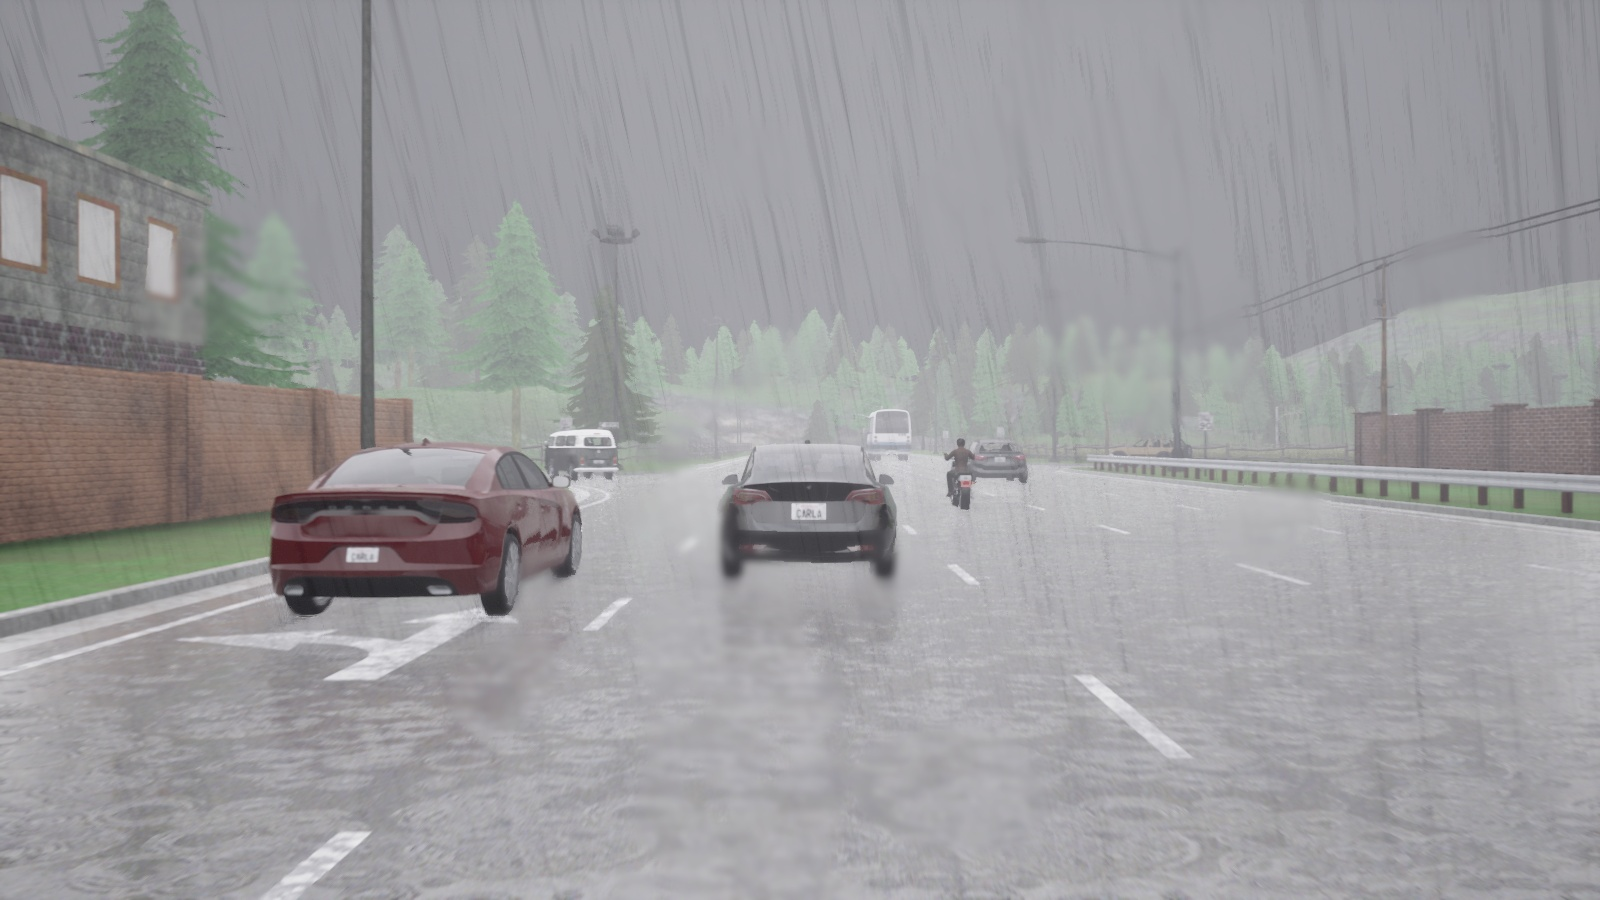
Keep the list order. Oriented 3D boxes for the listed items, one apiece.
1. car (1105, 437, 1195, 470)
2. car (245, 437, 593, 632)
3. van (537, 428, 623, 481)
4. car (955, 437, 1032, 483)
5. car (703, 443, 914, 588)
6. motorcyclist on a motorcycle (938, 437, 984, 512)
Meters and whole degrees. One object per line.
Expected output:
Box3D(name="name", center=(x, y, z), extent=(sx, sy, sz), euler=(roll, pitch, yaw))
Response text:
Box3D(name="car", center=(20.119, 0.173, 72.212), extent=(4.605, 1.855, 1.932), euler=(1, 1, 43))
Box3D(name="car", center=(-3.415, 0.651, 12.397), extent=(1.882, 1.535, 5.008), euler=(0, 0, 0))
Box3D(name="van", center=(-9.026, 0.174, 51.251), extent=(2.069, 2.038, 4.480), euler=(0, 0, -30))
Box3D(name="car", center=(7.285, 0.328, 47.820), extent=(2.242, 1.667, 4.611), euler=(0, 1, 0))
Box3D(name="car", center=(0.102, 0.660, 15.265), extent=(2.163, 1.488, 4.792), euler=(0, 0, 0))
Box3D(name="motorcyclist on a motorcycle", center=(3.678, 0.537, 28.925), extent=(0.766, 1.649, 2.350), euler=(0, 0, 0))
